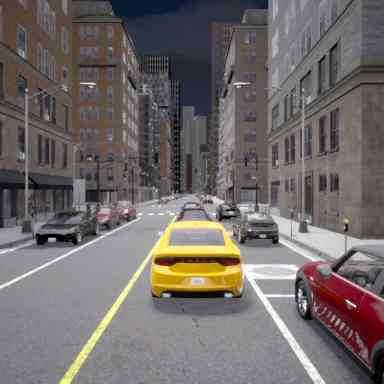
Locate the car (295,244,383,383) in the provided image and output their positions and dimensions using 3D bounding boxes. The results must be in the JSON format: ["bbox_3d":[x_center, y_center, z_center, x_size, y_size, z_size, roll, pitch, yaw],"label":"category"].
[{"bbox_3d":[2.859,1.440,4.621,1.967,1.590,4.097,0,0,0],"label":"car"}]

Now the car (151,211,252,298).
[{"bbox_3d":[0.100,1.478,8.552,1.882,1.535,5.008,0,0,0],"label":"car"}]

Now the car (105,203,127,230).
[{"bbox_3d":[-5.655,1.584,21.132,1.802,1.307,4.206,0,0,0],"label":"car"}]

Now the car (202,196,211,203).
[{"bbox_3d":[2.949,1.579,69.296,1.752,1.417,4.829,0,0,0],"label":"car"}]

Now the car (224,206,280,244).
[{"bbox_3d":[2.867,1.552,15.624,2.008,1.369,4.403,0,0,0],"label":"car"}]

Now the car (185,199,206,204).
[{"bbox_3d":[0.019,1.529,26.356,1.812,1.442,4.674,0,0,2],"label":"car"}]

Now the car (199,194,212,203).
[{"bbox_3d":[2.934,1.484,63.717,1.967,1.590,4.097,0,0,0],"label":"car"}]

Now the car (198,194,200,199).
[{"bbox_3d":[2.962,1.616,74.535,2.008,1.369,4.403,0,0,0],"label":"car"}]

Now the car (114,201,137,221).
[{"bbox_3d":[-5.651,1.443,26.633,1.967,1.590,4.097,0,0,0],"label":"car"}]

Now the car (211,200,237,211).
[{"bbox_3d":[2.875,1.569,26.627,1.947,1.339,4.313,0,0,0],"label":"car"}]

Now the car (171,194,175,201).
[{"bbox_3d":[-5.562,1.616,74.553,2.008,1.369,4.403,0,0,0],"label":"car"}]

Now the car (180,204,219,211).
[{"bbox_3d":[0.119,1.565,17.545,1.994,1.385,4.181,0,0,0],"label":"car"}]

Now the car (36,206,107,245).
[{"bbox_3d":[-5.658,1.567,15.630,1.947,1.339,4.313,0,0,0],"label":"car"}]

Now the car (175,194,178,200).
[{"bbox_3d":[-5.523,1.637,90.608,1.752,1.417,4.829,0,0,0],"label":"car"}]

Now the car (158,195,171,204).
[{"bbox_3d":[-5.590,1.625,63.736,1.802,1.307,4.206,0,0,0],"label":"car"}]
